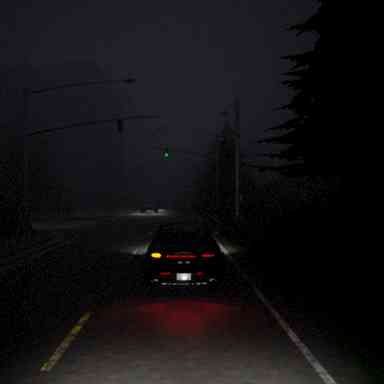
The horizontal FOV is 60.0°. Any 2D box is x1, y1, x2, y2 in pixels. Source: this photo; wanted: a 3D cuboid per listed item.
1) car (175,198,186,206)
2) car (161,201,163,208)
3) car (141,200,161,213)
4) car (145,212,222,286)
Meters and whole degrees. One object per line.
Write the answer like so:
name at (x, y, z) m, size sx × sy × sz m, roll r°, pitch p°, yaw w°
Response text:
car at (-2.214, 1.790, 62.189) m, size 1.882 × 1.535 × 5.008 m, roll 0°, pitch 0°, yaw -2°
car at (-5.456, 1.855, 50.284) m, size 1.895 × 1.301 × 4.718 m, roll 0°, pitch 0°, yaw -2°
car at (-5.072, 1.730, 40.447) m, size 1.812 × 1.442 × 4.674 m, roll 0°, pitch 0°, yaw -3°
car at (-0.246, 1.555, 9.531) m, size 1.837 × 1.490 × 4.892 m, roll 0°, pitch 0°, yaw -2°
